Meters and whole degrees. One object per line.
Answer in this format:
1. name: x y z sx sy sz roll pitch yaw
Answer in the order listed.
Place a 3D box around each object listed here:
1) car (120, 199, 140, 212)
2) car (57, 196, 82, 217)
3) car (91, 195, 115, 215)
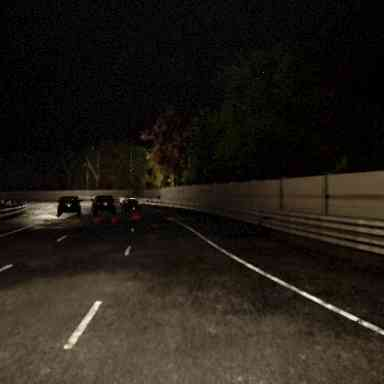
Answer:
1. car: -7.553 1.643 40.418 1.837 1.490 4.892 0 0 -21
2. car: -12.654 1.407 34.305 2.150 2.045 5.566 0 0 -20
3. car: -9.798 1.379 36.655 2.150 2.045 5.566 0 0 -21
